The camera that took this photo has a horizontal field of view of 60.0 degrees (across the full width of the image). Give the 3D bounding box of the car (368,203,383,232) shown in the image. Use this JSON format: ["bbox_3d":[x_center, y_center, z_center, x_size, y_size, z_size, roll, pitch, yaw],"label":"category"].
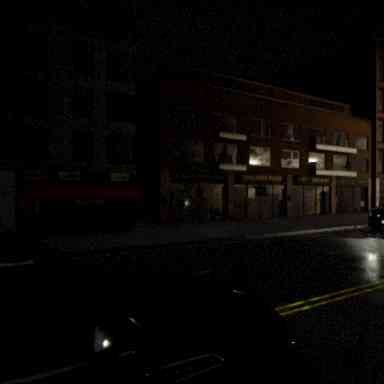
[{"bbox_3d":[12.343,1.208,18.820,5.566,2.045,2.150,0,0,-32],"label":"car"}]

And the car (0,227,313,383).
[{"bbox_3d":[-1.712,1.222,2.085,5.566,2.045,2.150,0,0,-32],"label":"car"}]
